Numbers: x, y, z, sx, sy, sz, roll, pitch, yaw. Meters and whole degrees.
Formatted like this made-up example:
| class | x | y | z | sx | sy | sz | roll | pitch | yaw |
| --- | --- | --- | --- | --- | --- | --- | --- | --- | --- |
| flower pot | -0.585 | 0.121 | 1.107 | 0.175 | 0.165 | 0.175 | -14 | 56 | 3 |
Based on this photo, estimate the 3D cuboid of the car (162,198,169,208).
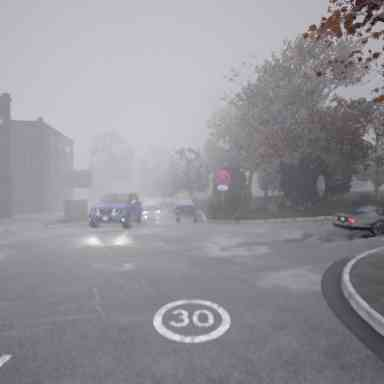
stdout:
| class | x | y | z | sx | sy | sz | roll | pitch | yaw |
| --- | --- | --- | --- | --- | --- | --- | --- | --- | --- |
| car | -3.481 | 1.590 | 49.910 | 2.231 | 1.521 | 4.892 | 0 | 0 | -18 |

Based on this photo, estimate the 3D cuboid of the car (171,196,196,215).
| class | x | y | z | sx | sy | sz | roll | pitch | yaw |
| --- | --- | --- | --- | --- | --- | --- | --- | --- | --- |
| car | -0.662 | 1.431 | 32.763 | 2.097 | 1.535 | 5.008 | 0 | -1 | -1 |

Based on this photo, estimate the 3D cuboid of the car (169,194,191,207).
| class | x | y | z | sx | sy | sz | roll | pitch | yaw |
| --- | --- | --- | --- | --- | --- | --- | --- | --- | --- |
| car | -1.024 | 1.223 | 38.749 | 2.435 | 2.045 | 5.566 | 0 | -1 | -7 |

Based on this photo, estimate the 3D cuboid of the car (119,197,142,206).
| class | x | y | z | sx | sy | sz | roll | pitch | yaw |
| --- | --- | --- | --- | --- | --- | --- | --- | --- | --- |
| car | -11.962 | 1.810 | 64.534 | 2.097 | 1.535 | 5.008 | -1 | 0 | -41 |

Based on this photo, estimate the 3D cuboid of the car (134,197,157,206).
| class | x | y | z | sx | sy | sz | roll | pitch | yaw |
| --- | --- | --- | --- | --- | --- | --- | --- | --- | --- |
| car | -8.442 | 1.696 | 60.080 | 2.231 | 1.521 | 4.892 | -1 | 0 | -35 |

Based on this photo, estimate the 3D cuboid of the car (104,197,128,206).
| class | x | y | z | sx | sy | sz | roll | pitch | yaw |
| --- | --- | --- | --- | --- | --- | --- | --- | --- | --- |
| car | -15.790 | 1.976 | 68.969 | 4.892 | 1.521 | 2.231 | -4 | -1 | 42 |

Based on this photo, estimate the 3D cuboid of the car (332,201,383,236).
| class | x | y | z | sx | sy | sz | roll | pitch | yaw |
| --- | --- | --- | --- | --- | --- | --- | --- | --- | --- |
| car | 9.410 | 1.136 | 15.503 | 5.357 | 1.411 | 2.033 | -3 | 1 | -5 |

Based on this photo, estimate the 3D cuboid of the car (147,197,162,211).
| class | x | y | z | sx | sy | sz | roll | pitch | yaw |
| --- | --- | --- | --- | --- | --- | --- | --- | --- | --- |
| car | -5.097 | 1.552 | 41.228 | 1.812 | 1.442 | 4.674 | 0 | -1 | -10 |

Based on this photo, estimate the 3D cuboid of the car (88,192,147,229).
| class | x | y | z | sx | sy | sz | roll | pitch | yaw |
| --- | --- | --- | --- | --- | --- | --- | --- | --- | --- |
| car | -4.474 | 1.043 | 20.363 | 2.150 | 2.045 | 5.566 | 0 | 0 | 2 |

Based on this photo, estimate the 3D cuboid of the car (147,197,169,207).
| class | x | y | z | sx | sy | sz | roll | pitch | yaw |
| --- | --- | --- | --- | --- | --- | --- | --- | --- | --- |
| car | -5.689 | 1.645 | 55.209 | 2.097 | 1.535 | 5.008 | -1 | -1 | -27 |
